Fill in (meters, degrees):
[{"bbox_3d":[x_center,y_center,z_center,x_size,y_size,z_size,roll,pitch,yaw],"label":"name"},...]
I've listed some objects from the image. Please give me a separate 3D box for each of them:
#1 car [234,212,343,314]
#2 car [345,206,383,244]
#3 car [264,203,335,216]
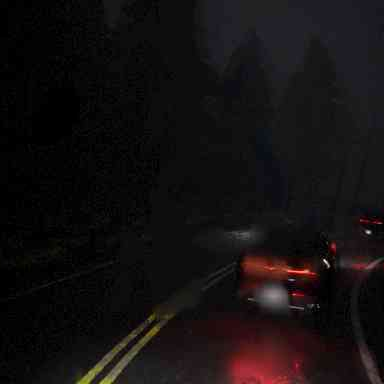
[{"bbox_3d":[2.427,1.503,7.857,1.837,1.490,4.892,2,1,25],"label":"car"},{"bbox_3d":[9.478,1.409,15.352,4.892,1.490,1.837,-1,5,-33],"label":"car"},{"bbox_3d":[5.308,1.283,16.466,4.181,1.385,1.994,-1,4,-36],"label":"car"}]
